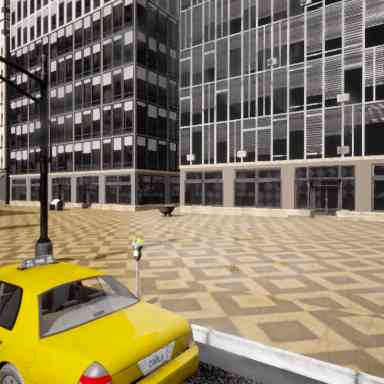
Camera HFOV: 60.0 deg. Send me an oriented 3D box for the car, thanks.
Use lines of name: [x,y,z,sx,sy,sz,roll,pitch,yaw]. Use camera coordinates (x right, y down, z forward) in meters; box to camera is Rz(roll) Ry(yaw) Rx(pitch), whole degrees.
car: [-2.201,1.525,4.462,4.829,1.417,1.752,0,0,36]
